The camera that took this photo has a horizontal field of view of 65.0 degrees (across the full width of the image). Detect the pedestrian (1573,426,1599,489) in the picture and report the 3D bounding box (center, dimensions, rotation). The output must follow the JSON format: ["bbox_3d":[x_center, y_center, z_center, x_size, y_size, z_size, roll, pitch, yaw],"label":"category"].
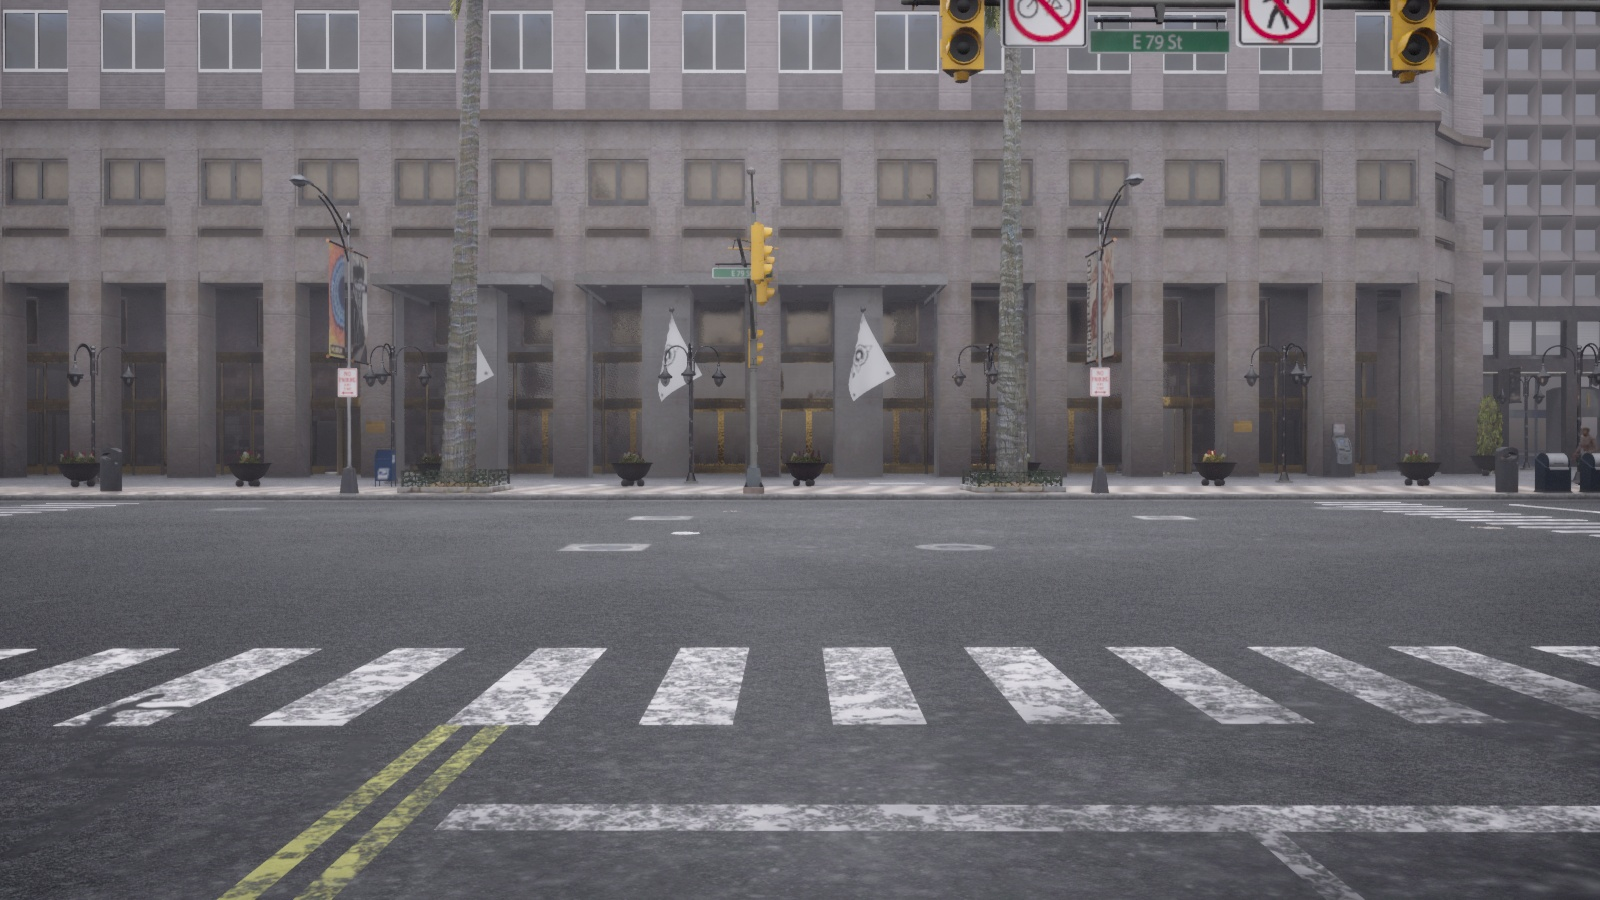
[{"bbox_3d":[23.093,0.214,36.843,0.634,1.846,0.331,0,0,-7],"label":"pedestrian"}]
